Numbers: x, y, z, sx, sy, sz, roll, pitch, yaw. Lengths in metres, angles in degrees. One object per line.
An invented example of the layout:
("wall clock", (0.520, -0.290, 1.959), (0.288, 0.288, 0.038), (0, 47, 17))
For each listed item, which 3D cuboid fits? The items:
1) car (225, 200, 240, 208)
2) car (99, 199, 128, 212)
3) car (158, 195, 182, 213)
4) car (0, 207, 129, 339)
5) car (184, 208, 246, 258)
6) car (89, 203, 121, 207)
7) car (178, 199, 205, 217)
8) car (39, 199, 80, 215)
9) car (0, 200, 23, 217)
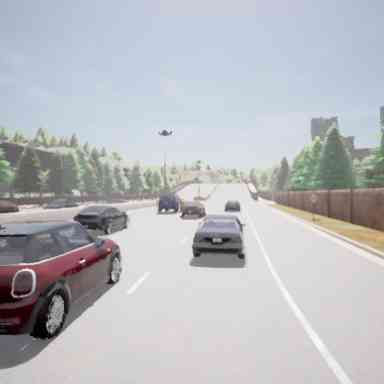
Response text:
("car", (5.303, 1.723, 43.406), (1.994, 1.385, 4.181), (0, 0, 8))
("car", (-9.417, 1.569, 40.361), (1.837, 1.490, 4.892), (0, -1, 8))
("car", (-2.420, 1.320, 38.607), (2.150, 2.045, 5.566), (0, 0, 8))
("car", (-2.994, 1.355, 6.804), (2.097, 1.767, 4.553), (0, 0, 4))
("car", (1.140, 1.593, 13.103), (2.033, 1.411, 5.357), (0, 0, 8))
("car", (-5.084, 1.529, 19.160), (1.837, 1.490, 4.892), (0, -1, 8))
("car", (0.165, 1.620, 31.725), (1.812, 1.442, 4.674), (0, 0, 8))
("car", (-13.731, 1.526, 34.822), (1.837, 1.490, 4.892), (0, 0, 8))
("car", (-17.863, 1.509, 30.500), (1.812, 1.442, 4.674), (0, 0, 8))
